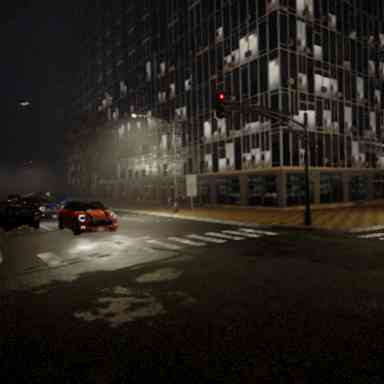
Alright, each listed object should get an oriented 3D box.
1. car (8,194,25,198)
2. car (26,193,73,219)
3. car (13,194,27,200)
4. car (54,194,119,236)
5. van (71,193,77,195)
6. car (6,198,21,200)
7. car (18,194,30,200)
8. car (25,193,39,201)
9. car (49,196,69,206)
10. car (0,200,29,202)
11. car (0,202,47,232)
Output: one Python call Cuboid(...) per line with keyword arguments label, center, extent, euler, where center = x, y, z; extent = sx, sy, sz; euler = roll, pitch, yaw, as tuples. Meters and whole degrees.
Cuboid(label="car", center=(-23.161, 1.159, 43.605), extent=(2.097, 1.767, 4.553), euler=(-2, 1, -34))
Cuboid(label="car", center=(-11.241, 1.201, 26.071), extent=(2.097, 1.767, 4.553), euler=(-2, 1, -34))
Cuboid(label="car", center=(-17.077, 1.335, 34.633), extent=(1.837, 1.490, 4.892), euler=(-2, 1, -34))
Cuboid(label="car", center=(-5.663, 1.219, 17.908), extent=(2.097, 1.767, 4.553), euler=(-2, 1, -34))
Cuboid(label="van", center=(-16.224, 0.990, 43.631), extent=(1.690, 1.788, 3.998), euler=(-1, 1, -34))
Cuboid(label="car", center=(-16.766, 1.480, 29.494), extent=(1.947, 1.339, 4.313), euler=(-1, 1, -34))
Cuboid(label="car", center=(-38.672, 1.113, 76.480), extent=(2.008, 1.369, 4.403), euler=(-1, 1, -34))
Cuboid(label="car", center=(-32.259, 1.028, 67.094), extent=(1.967, 1.590, 4.097), euler=(-1, 1, -34))
Cuboid(label="car", center=(-19.427, 1.220, 48.327), extent=(1.802, 1.307, 4.206), euler=(-1, 1, -34))
Cuboid(label="car", center=(-13.607, 1.508, 24.770), extent=(1.802, 1.307, 4.206), euler=(-1, 1, -34))
Cuboid(label="car", center=(-10.414, 1.503, 20.065), extent=(1.947, 1.339, 4.313), euler=(-1, 1, -34))
